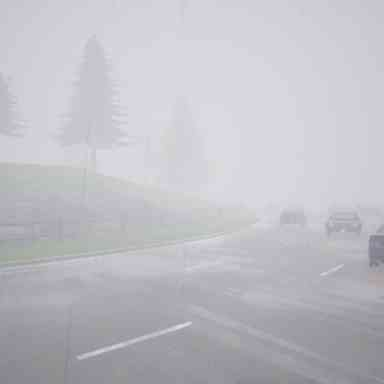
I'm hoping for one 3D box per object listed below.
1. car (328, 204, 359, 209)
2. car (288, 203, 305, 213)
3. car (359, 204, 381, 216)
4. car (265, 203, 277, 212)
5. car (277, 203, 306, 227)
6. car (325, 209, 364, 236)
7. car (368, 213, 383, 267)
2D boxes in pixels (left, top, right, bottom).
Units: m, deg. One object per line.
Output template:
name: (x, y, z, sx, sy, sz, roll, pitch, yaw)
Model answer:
car: (18.379, 2.241, 41.484, 2.033, 1.411, 5.357, -1, -1, 6)
car: (16.434, 2.450, 52.649, 1.837, 1.490, 4.892, -1, -2, 9)
car: (21.771, 2.183, 41.333, 1.812, 1.442, 4.674, -1, -1, 9)
car: (13.278, 2.520, 55.125, 2.128, 1.511, 4.902, -1, -1, 9)
car: (8.326, 1.976, 27.403, 1.882, 1.535, 5.008, 0, -1, 19)
car: (9.542, 1.951, 20.894, 1.895, 1.301, 4.718, -1, -1, 26)
car: (7.487, 1.651, 11.479, 1.882, 1.535, 5.008, 0, -1, 38)
